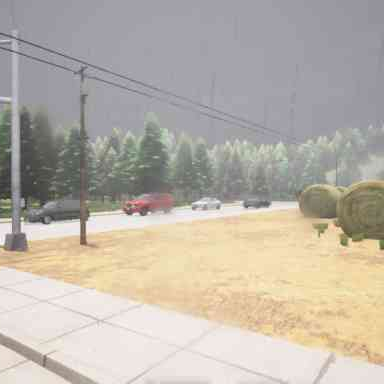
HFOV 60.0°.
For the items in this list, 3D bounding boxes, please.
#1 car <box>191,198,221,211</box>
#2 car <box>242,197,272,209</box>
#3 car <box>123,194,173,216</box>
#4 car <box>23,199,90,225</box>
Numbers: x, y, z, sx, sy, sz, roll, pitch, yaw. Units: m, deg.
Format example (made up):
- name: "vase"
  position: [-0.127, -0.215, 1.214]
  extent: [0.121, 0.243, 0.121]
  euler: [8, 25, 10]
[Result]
- name: "car"
  position: [1.777, 1.431, 40.324]
  extent: [1.812, 1.442, 4.674]
  euler: [0, 0, 37]
- name: "car"
  position: [8.467, 1.410, 43.134]
  extent: [2.033, 1.411, 5.357]
  euler: [0, 0, 37]
- name: "car"
  position: [-4.139, 1.179, 32.386]
  extent: [2.150, 2.045, 5.566]
  euler: [0, 0, 37]
- name: "car"
  position: [-9.926, 1.362, 24.612]
  extent: [2.097, 1.767, 4.553]
  euler: [0, 0, 37]
